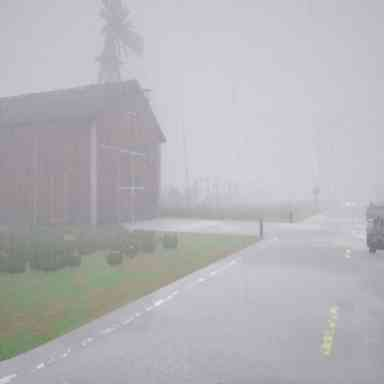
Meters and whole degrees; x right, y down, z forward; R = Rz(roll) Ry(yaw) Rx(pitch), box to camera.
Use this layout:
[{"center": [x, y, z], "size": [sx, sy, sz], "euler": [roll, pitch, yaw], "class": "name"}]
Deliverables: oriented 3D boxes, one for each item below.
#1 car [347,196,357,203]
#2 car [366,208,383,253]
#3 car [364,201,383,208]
[{"center": [33.313, 1.517, 69.234], "size": [2.128, 1.511, 4.902], "euler": [0, 0, 28], "class": "car"}, {"center": [8.032, 1.571, 13.159], "size": [1.994, 1.385, 4.181], "euler": [0, 0, 27], "class": "car"}, {"center": [14.893, 1.494, 26.497], "size": [2.128, 1.511, 4.902], "euler": [0, 0, 27], "class": "car"}]
